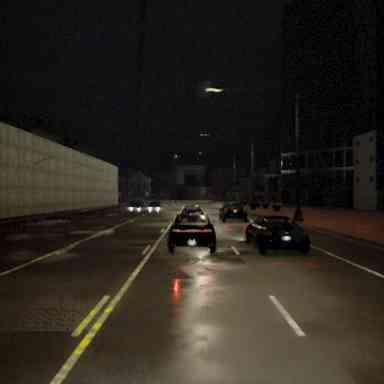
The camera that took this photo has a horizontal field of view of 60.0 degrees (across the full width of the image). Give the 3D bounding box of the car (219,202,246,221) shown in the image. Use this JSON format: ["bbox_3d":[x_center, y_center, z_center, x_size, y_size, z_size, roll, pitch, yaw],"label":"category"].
[{"bbox_3d":[3.514,1.623,29.082,2.097,1.767,4.553,0,-1,0],"label":"car"}]

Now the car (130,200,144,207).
[{"bbox_3d":[-10.476,2.196,63.562,1.895,1.301,4.718,0,-1,0],"label":"car"}]

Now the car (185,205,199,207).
[{"bbox_3d":[0.016,1.839,29.307,1.994,1.385,4.181,0,0,0],"label":"car"}]

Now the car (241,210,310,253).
[{"bbox_3d":[3.509,1.699,14.310,1.994,1.385,4.181,0,0,0],"label":"car"}]

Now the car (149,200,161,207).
[{"bbox_3d":[-6.976,2.195,63.559,1.895,1.301,4.718,0,-1,0],"label":"car"}]

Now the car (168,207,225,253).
[{"bbox_3d":[0.009,1.627,14.287,2.128,1.511,4.902,0,0,0],"label":"car"}]
